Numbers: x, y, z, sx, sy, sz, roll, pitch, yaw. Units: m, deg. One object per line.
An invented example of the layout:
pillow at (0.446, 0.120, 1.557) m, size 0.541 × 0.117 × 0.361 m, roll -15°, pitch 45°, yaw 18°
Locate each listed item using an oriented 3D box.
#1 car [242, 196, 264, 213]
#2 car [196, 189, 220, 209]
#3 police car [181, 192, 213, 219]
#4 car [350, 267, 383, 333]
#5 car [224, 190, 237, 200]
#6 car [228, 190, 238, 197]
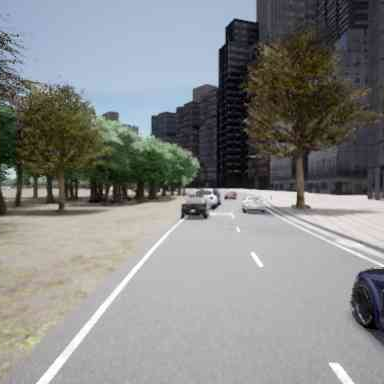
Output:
car at (5.652, 1.087, 31.004) m, size 1.812 × 1.442 × 4.674 m, roll 0°, pitch 1°, yaw 7°
car at (1.491, 0.718, 35.283) m, size 2.150 × 2.045 × 5.566 m, roll 0°, pitch 1°, yaw 8°
police car at (0.313, 1.058, 25.463) m, size 1.930 × 1.638 × 5.238 m, roll 0°, pitch 1°, yaw 6°
car at (3.696, 1.509, 4.060) m, size 1.994 × 1.385 × 4.181 m, roll 0°, pitch 1°, yaw 1°
car at (6.822, 0.710, 59.595) m, size 1.994 × 1.385 × 4.181 m, roll 0°, pitch 1°, yaw 10°
car at (9.302, 0.327, 76.109) m, size 2.033 × 1.411 × 5.357 m, roll 0°, pitch 1°, yaw 6°
